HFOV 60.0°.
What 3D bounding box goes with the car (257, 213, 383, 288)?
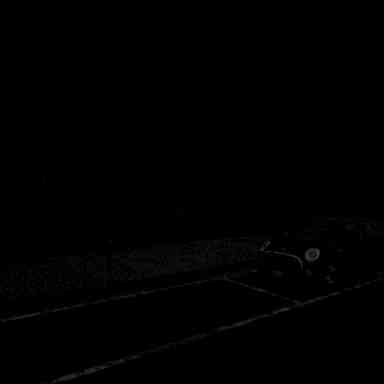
[{"bbox_3d":[3.693,1.439,9.158,4.097,1.590,1.967,0,0,-35],"label":"car"}]
